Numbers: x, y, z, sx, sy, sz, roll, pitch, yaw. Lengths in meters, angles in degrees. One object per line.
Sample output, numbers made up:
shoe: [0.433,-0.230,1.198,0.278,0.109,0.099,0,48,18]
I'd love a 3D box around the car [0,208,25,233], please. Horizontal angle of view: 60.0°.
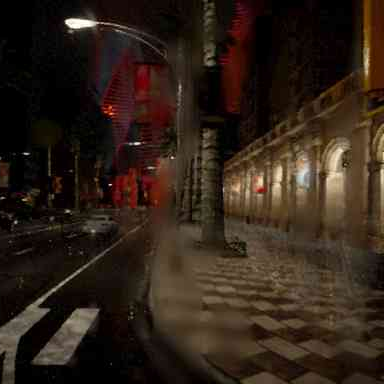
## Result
car: [-13.372,2.012,21.922,2.128,1.511,4.902,2,-2,-4]

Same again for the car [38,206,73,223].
car: [-14.387,2.572,36.190,2.128,1.511,4.902,2,-2,-4]

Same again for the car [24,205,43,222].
car: [-17.912,2.464,36.485,1.882,1.535,5.008,2,-3,-4]

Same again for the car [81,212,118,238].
car: [-6.350,2.313,23.168,1.812,1.442,4.674,2,-2,-4]

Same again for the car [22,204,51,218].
car: [-21.682,2.641,46.510,2.185,1.767,4.553,2,-2,-5]

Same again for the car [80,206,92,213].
car: [-24.111,3.905,75.757,2.231,1.521,4.892,2,-2,-5]
